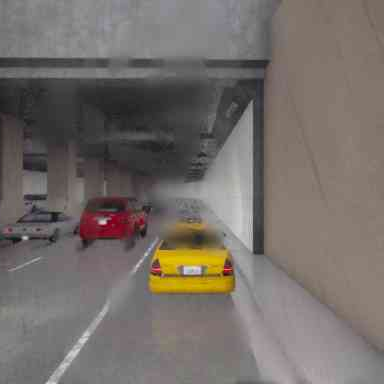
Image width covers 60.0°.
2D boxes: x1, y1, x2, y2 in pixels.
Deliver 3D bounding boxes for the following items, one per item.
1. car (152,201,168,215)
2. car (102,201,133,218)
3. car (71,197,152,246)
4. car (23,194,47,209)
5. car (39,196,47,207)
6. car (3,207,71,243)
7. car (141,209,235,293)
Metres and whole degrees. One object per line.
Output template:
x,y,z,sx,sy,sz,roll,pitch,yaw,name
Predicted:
-3.378,1.565,31.170,1.994,1.385,4.181,0,0,1,car
-6.878,1.565,31.150,1.994,1.385,4.181,0,0,0,car
-3.387,1.225,15.328,2.150,2.045,5.566,0,0,0,car
-17.403,1.227,36.254,2.150,2.045,5.566,0,0,0,car
-13.913,1.507,35.305,1.837,1.490,4.892,0,-1,0,car
-6.880,1.601,15.999,1.895,1.301,4.718,0,0,0,car
0.005,1.457,8.840,1.801,1.575,5.366,0,0,0,car
